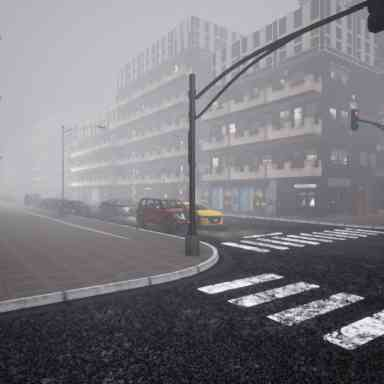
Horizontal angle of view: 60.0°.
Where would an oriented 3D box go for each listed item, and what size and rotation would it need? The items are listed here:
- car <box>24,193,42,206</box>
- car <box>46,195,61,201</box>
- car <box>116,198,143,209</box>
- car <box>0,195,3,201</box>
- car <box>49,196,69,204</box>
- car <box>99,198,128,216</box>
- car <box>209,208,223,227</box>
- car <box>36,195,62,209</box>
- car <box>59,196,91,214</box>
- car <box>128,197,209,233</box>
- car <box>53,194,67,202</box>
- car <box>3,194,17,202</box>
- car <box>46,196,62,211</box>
[{"bbox_3d":[-24.813,1.162,51.791,2.192,1.841,5.009,0,0,-36],"label":"car"},{"bbox_3d":[-31.309,1.379,75.058,2.008,1.369,4.403,0,0,-36],"label":"car"},{"bbox_3d":[-8.061,1.465,42.940,1.802,1.307,4.206,0,0,-36],"label":"car"},{"bbox_3d":[-41.421,1.269,74.733,1.967,1.590,4.097,0,0,-36],"label":"car"},{"bbox_3d":[-24.512,1.383,61.263,2.033,1.411,5.357,0,0,-37],"label":"car"},{"bbox_3d":[-7.310,1.400,32.019,2.128,1.511,4.902,0,0,-36],"label":"car"},{"bbox_3d":[-0.024,1.423,21.957,1.882,1.535,5.008,0,0,-36],"label":"car"},{"bbox_3d":[-18.171,1.436,42.615,1.947,1.339,4.313,0,0,-36],"label":"car"},{"bbox_3d":[-11.528,1.444,33.436,1.887,1.381,4.507,0,0,-36],"label":"car"},{"bbox_3d":[-1.563,1.264,19.670,2.192,1.841,5.009,0,0,-36],"label":"car"},{"bbox_3d":[-27.989,1.269,70.471,1.967,1.590,4.097,0,0,-36],"label":"car"},{"bbox_3d":[-38.099,1.412,70.146,1.802,1.307,4.206,0,0,-36],"label":"car"},{"bbox_3d":[-14.850,1.451,38.025,1.947,1.339,4.313,0,0,-36],"label":"car"}]
